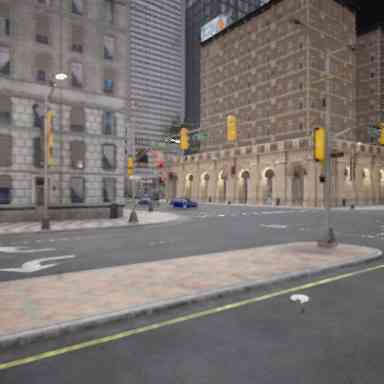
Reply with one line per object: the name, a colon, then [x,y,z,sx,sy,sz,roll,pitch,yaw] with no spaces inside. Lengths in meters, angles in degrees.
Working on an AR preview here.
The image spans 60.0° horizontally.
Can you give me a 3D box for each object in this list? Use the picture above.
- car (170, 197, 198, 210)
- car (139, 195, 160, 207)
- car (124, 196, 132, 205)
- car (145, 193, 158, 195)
car: [-1.121,1.507,44.878,1.882,1.535,5.008,0,0,-36]
car: [-6.856,1.555,52.923,1.812,1.442,4.674,0,0,-35]
car: [-12.592,1.521,61.175,2.128,1.511,4.902,0,0,-35]
car: [-8.621,1.259,67.690,2.150,2.045,5.566,0,0,-35]
